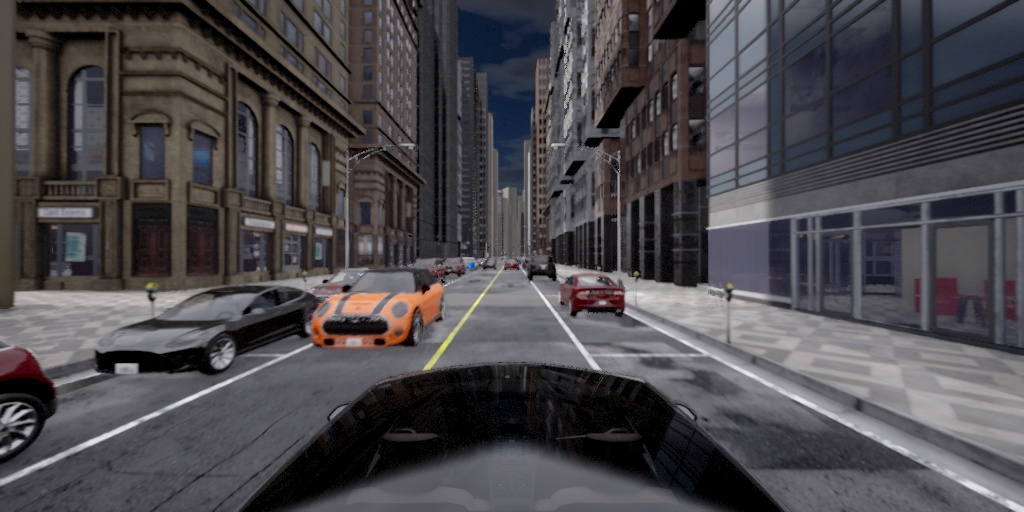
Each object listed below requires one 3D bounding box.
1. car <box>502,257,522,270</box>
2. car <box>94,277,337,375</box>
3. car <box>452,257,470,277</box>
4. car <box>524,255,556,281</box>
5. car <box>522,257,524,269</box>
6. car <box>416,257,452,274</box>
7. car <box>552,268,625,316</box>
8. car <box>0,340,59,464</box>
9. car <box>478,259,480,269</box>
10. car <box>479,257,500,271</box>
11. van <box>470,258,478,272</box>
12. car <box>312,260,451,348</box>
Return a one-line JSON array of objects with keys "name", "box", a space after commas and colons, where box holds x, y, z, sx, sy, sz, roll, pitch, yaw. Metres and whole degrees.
[{"name": "car", "box": [0.001, 1.099, 50.698, 2.097, 1.767, 4.553, 0, 0, 0]}, {"name": "car", "box": [-5.764, 1.314, 7.543, 1.948, 1.339, 4.313, 0, 0, 0]}, {"name": "car", "box": [-5.772, 1.059, 35.551, 2.192, 1.841, 5.009, 0, 0, 0]}, {"name": "car", "box": [2.386, 0.973, 29.845, 2.150, 2.045, 5.566, 0, 0, 0]}, {"name": "car", "box": [2.749, 1.186, 46.771, 1.967, 1.591, 4.097, 0, 0, 0]}, {"name": "car", "box": [-5.769, 1.060, 24.348, 2.192, 1.841, 5.009, 0, 0, 0]}, {"name": "car", "box": [2.760, 1.293, 13.158, 1.888, 1.381, 4.507, 0, 0, 0]}, {"name": "car", "box": [-5.762, 1.190, 1.941, 1.967, 1.591, 4.097, 0, 0, 0]}, {"name": "car", "box": [-5.777, 1.273, 52.185, 1.751, 1.417, 4.829, 0, 0, 0]}, {"name": "car", "box": [-3.089, 1.252, 50.313, 1.837, 1.490, 4.892, 0, 0, 0]}, {"name": "van", "box": [-5.776, 1.087, 46.754, 1.690, 1.789, 3.998, 0, 0, 0]}, {"name": "car", "box": [-3.101, 1.100, 9.280, 2.097, 1.767, 4.553, 0, 0, 0]}]
